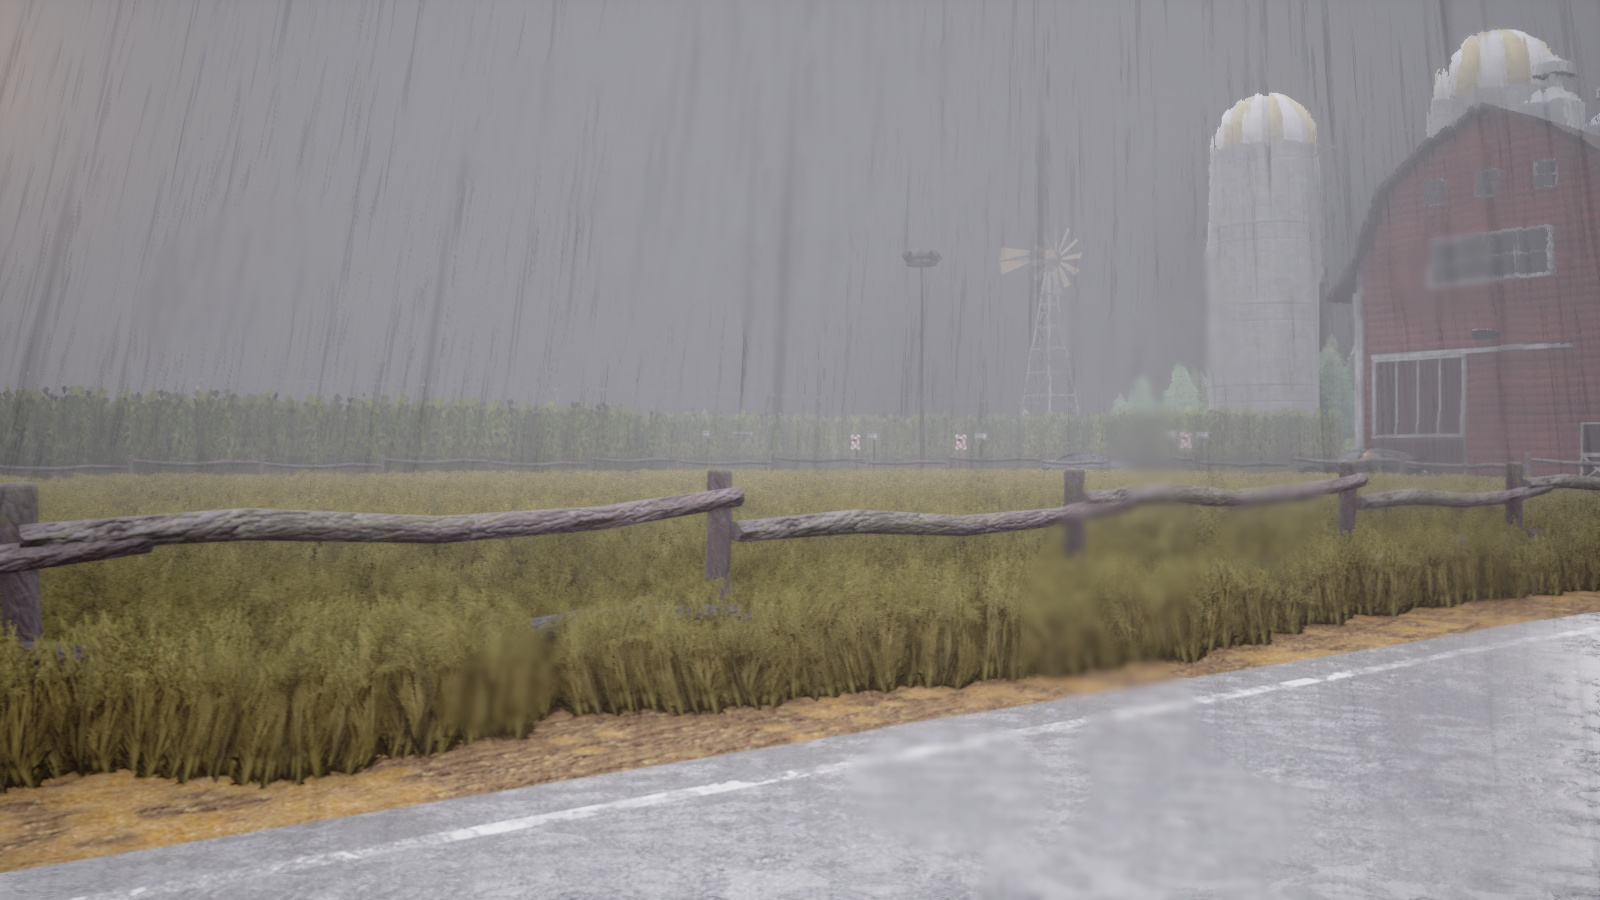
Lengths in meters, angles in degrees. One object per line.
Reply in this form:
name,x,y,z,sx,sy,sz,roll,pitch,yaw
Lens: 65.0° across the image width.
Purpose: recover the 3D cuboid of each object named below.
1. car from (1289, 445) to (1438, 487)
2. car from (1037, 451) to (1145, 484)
car,22.010,0.595,49.215,1.882,1.535,5.008,0,0,-38
car,12.680,0.735,54.748,4.181,1.385,1.994,0,0,29
